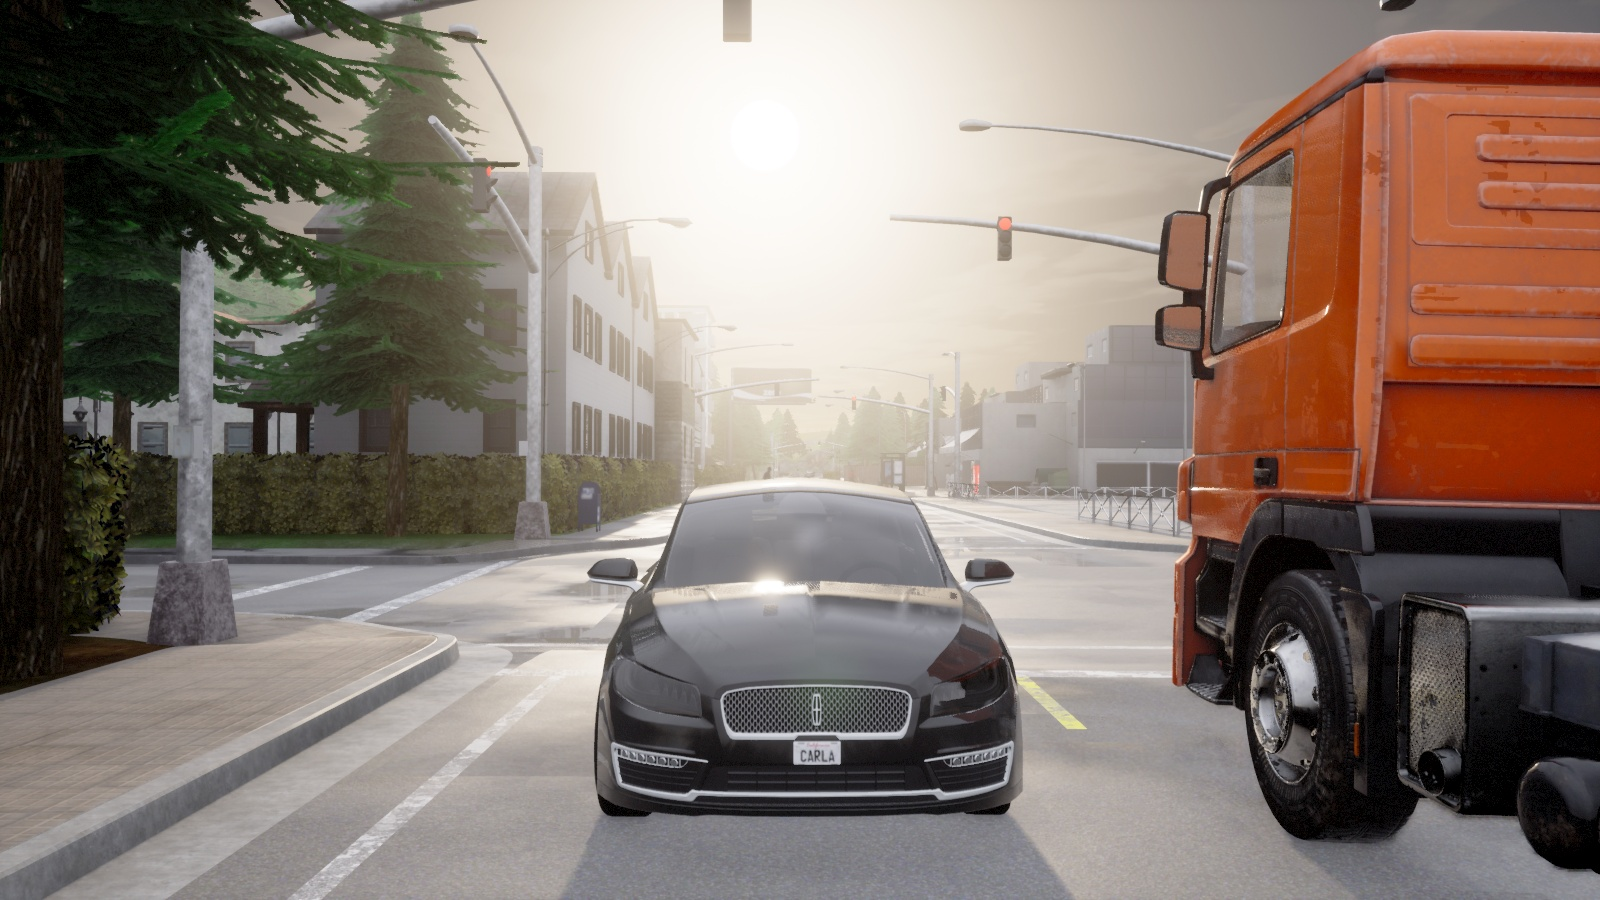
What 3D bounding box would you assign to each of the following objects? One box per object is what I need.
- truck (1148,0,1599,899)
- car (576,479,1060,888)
[{"bbox_3d":[3.467,-0.063,3.129,2.891,3.462,7.936,1,0,0],"label":"truck"},{"bbox_3d":[-0.006,0.940,7.222,1.837,1.490,4.892,0,-1,-2],"label":"car"}]
